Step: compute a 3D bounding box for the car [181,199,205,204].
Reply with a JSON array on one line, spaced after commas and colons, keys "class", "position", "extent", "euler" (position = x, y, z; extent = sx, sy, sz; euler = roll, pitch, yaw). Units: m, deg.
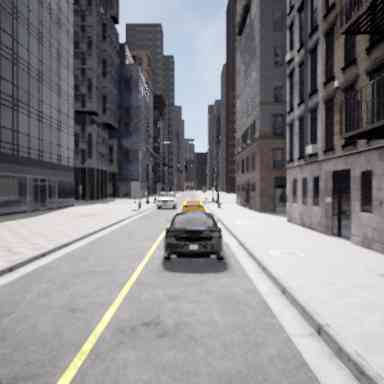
[{"class": "car", "position": [0.094, 1.322, 29.006], "extent": [1.882, 1.535, 5.008], "euler": [0, 0, 0]}]

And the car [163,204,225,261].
[{"class": "car", "position": [0.071, 1.411, 11.976], "extent": [1.882, 1.535, 5.008], "euler": [0, 0, 1]}]

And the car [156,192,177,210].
[{"class": "car", "position": [-3.039, 1.013, 40.433], "extent": [2.150, 2.045, 5.566], "euler": [0, 0, 0]}]
